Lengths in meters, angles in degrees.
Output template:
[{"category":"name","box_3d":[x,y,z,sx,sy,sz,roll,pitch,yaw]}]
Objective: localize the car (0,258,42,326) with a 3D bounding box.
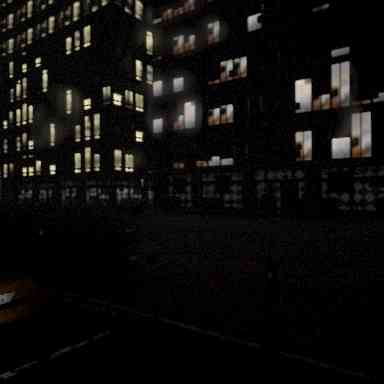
[{"category":"car","box_3d":[-4.756,1.596,6.272,4.829,1.417,1.752,-1,0,36]}]
